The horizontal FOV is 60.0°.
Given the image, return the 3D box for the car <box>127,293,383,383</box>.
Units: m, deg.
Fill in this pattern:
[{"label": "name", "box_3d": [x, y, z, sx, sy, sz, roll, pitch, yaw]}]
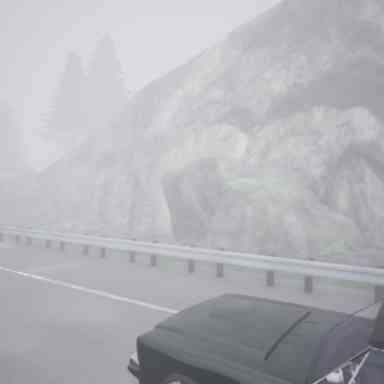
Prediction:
[{"label": "car", "box_3d": [1.699, 1.593, 2.702, 4.718, 1.301, 1.895, 0, 0, 36]}]
